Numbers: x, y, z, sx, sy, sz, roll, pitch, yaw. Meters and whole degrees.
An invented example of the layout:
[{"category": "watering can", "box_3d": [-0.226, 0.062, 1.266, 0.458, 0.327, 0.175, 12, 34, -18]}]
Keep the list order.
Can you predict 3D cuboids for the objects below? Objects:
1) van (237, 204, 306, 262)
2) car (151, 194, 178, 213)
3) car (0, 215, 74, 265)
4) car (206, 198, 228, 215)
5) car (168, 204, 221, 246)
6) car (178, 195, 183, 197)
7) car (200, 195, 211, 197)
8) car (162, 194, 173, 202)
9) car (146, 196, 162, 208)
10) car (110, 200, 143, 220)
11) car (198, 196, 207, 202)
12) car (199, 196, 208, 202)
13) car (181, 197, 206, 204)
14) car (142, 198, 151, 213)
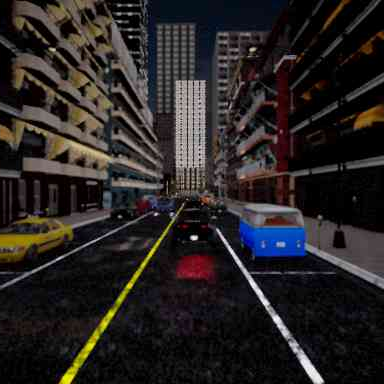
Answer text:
[{"category": "van", "box_3d": [2.680, 1.352, 11.882, 1.690, 1.788, 3.998, -1, 0, 0]}, {"category": "car", "box_3d": [-3.095, 1.390, 37.982, 2.097, 1.767, 4.553, 0, 0, 0]}, {"category": "car", "box_3d": [-5.699, 1.536, 11.723, 1.752, 1.417, 4.829, 0, 0, 0]}, {"category": "car", "box_3d": [2.681, 1.584, 33.974, 2.008, 1.369, 4.403, -1, 0, 0]}, {"category": "car", "box_3d": [0.093, 1.519, 15.246, 1.837, 1.490, 4.892, 0, 0, 0]}, {"category": "car", "box_3d": [-3.003, 1.232, 79.078, 1.812, 1.442, 4.674, 0, 0, 0]}, {"category": "car", "box_3d": [2.998, 1.423, 64.888, 2.097, 1.767, 4.553, 0, 0, 0]}, {"category": "car", "box_3d": [-5.704, 1.406, 78.174, 2.192, 1.841, 5.009, -1, 0, 0]}, {"category": "car", "box_3d": [-5.702, 1.493, 50.558, 1.967, 1.590, 4.097, -1, 0, 0]}, {"category": "car", "box_3d": [-5.699, 1.594, 28.463, 1.947, 1.339, 4.313, 0, 0, 0]}, {"category": "car", "box_3d": [2.679, 1.650, 83.685, 2.008, 1.369, 4.403, -1, 0, 0]}, {"category": "car", "box_3d": [2.680, 1.636, 78.161, 1.887, 1.381, 4.507, -1, 0, 0]}, {"category": "car", "box_3d": [0.095, 1.509, 32.016, 1.882, 1.535, 5.008, 0, 0, 0]}, {"category": "car", "box_3d": [-5.699, 1.578, 33.987, 1.887, 1.381, 4.507, 0, 0, 0]}]
